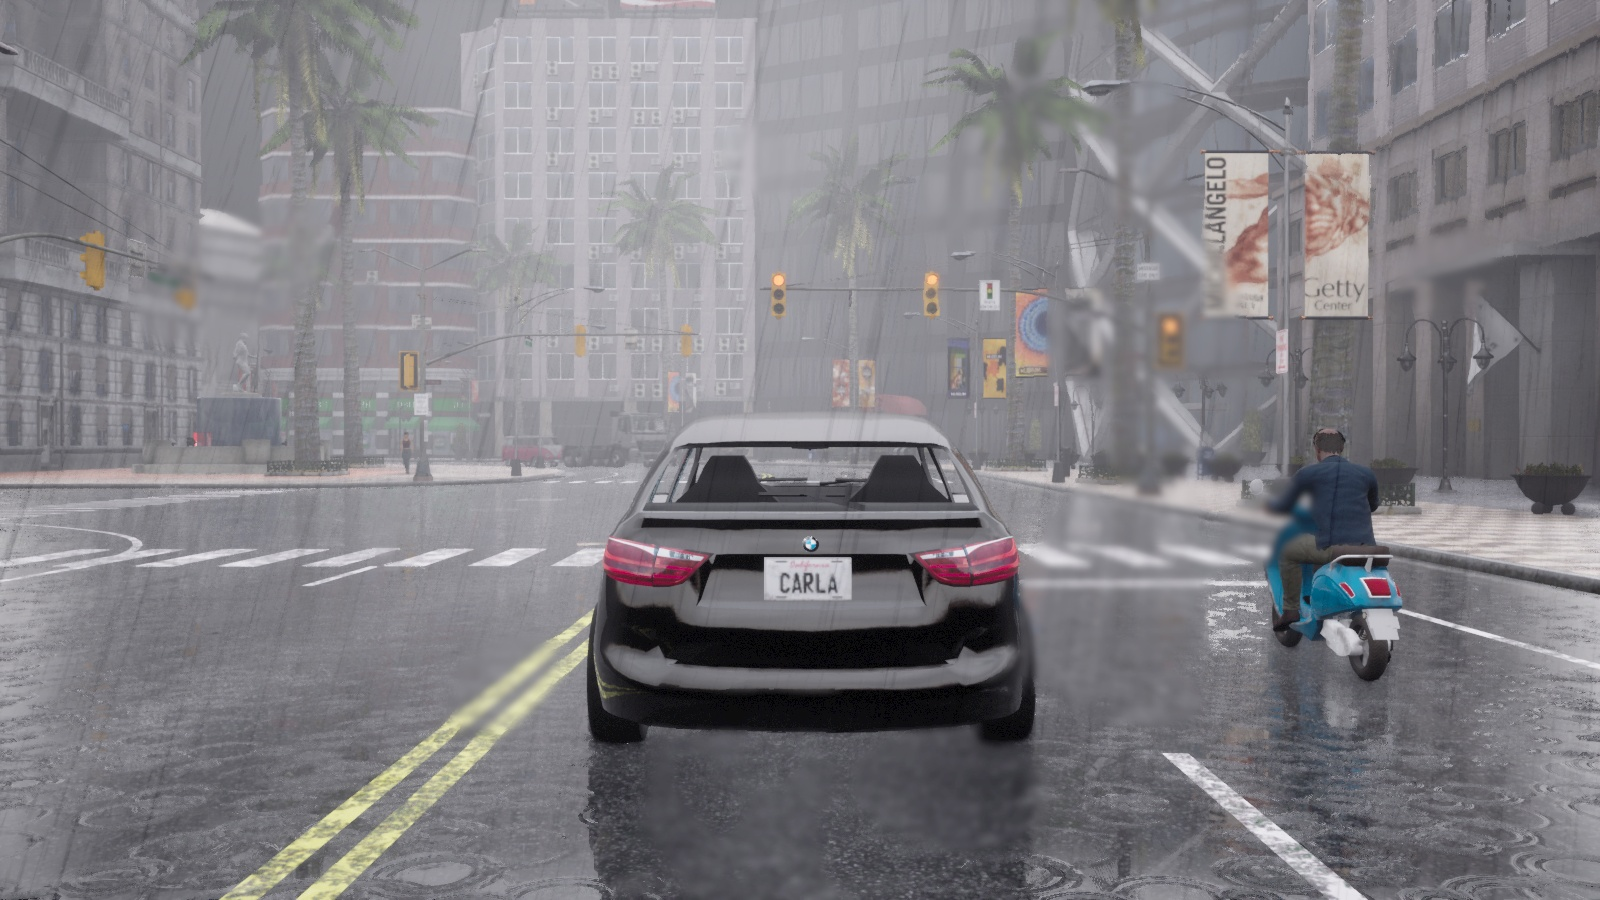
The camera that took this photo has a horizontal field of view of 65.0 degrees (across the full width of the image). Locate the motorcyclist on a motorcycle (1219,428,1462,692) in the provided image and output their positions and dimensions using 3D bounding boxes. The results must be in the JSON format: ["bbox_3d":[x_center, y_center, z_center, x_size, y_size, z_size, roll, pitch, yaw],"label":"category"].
[{"bbox_3d":[3.552,0.655,8.461,0.866,1.590,1.817,0,0,1],"label":"motorcyclist on a motorcycle"}]

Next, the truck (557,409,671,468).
[{"bbox_3d":[-11.638,-0.685,77.987,2.891,3.462,7.936,0,0,-45],"label":"truck"}]

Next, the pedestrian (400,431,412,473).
[{"bbox_3d":[-16.997,0.084,54.213,0.345,1.836,0.594,0,0,-1],"label":"pedestrian"}]

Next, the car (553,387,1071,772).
[{"bbox_3d":[0.062,0.547,7.745,2.242,1.667,4.611,0,0,0],"label":"car"}]

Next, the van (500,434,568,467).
[{"bbox_3d":[-16.523,0.046,77.873,4.442,1.987,1.775,0,0,40],"label":"van"}]
